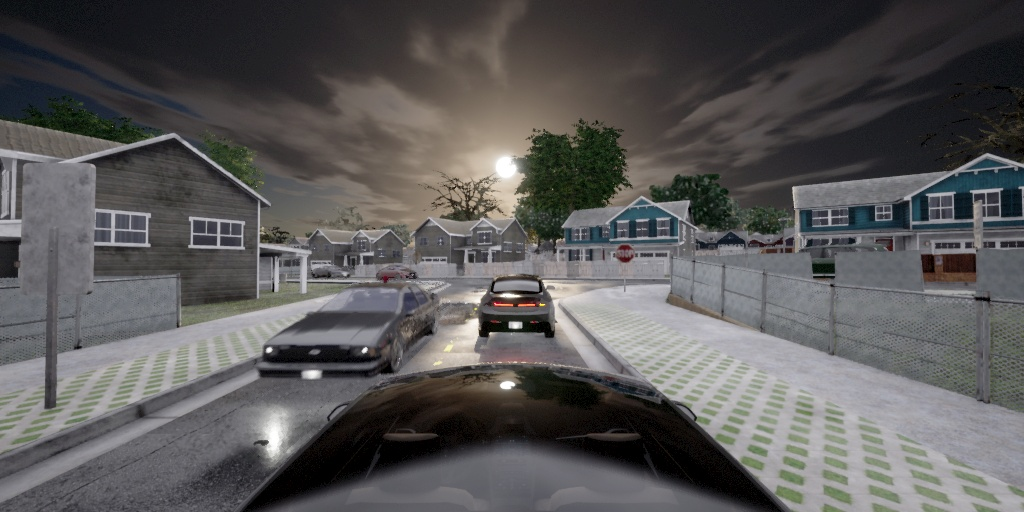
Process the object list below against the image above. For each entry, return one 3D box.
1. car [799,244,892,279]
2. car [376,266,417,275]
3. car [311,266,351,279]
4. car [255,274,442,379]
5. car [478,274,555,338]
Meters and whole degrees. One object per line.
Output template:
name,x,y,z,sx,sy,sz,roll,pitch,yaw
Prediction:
car,15.831,0.488,18.516,5.566,2.045,2.150,-2,-2,36
car,-10.458,1.562,32.690,4.181,1.385,1.994,-2,-2,32
car,-19.175,1.768,37.980,4.902,1.511,2.128,-2,-2,30
car,-2.839,1.300,7.754,2.033,1.411,5.357,0,0,0
car,0.170,1.258,10.228,1.837,1.490,4.892,0,0,2
